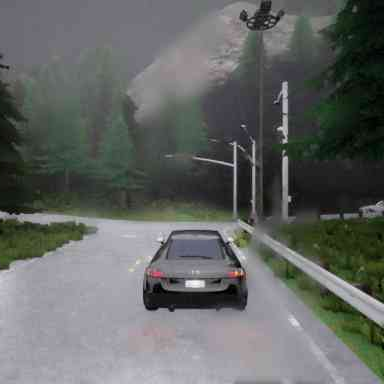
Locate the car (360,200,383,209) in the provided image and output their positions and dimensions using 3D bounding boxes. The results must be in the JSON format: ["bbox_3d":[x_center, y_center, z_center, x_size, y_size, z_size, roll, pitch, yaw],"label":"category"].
[{"bbox_3d":[16.440,1.285,27.688,4.674,1.442,1.812,-5,-2,22],"label":"car"}]

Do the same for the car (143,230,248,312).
[{"bbox_3d":[0.075,1.564,7.782,1.994,1.385,4.181,0,0,1],"label":"car"}]
